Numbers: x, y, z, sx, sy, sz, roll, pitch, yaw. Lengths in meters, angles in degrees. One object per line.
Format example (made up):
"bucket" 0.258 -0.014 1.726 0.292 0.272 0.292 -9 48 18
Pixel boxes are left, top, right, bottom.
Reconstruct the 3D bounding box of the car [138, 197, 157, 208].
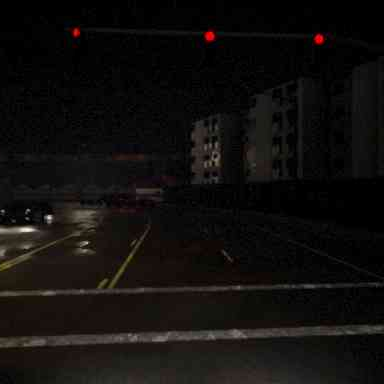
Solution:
"car" -6.992 1.495 48.126 2.033 1.411 5.357 0 0 -36

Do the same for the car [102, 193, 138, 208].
"car" -10.160 1.175 46.559 2.150 2.045 5.566 0 0 -36

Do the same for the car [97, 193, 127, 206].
"car" -13.489 1.162 55.837 5.566 2.045 2.150 0 0 42

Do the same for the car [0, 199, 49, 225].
"car" -12.328 1.347 24.361 2.097 1.767 4.553 0 0 -12

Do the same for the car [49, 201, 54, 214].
"car" -15.343 1.528 34.207 2.033 1.411 5.357 0 0 -25

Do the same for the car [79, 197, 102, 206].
"car" -16.279 1.548 53.660 4.718 1.301 1.895 0 0 42
